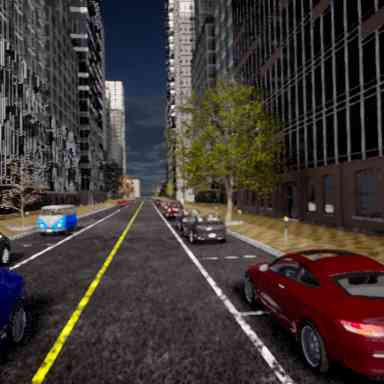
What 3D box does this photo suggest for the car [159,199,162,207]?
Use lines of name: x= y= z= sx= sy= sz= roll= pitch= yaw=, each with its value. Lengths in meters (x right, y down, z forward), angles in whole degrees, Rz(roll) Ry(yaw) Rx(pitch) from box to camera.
car: x=-2.490 y=1.856 z=39.288 sx=1.967 sy=1.590 sz=4.097 roll=-1 pitch=0 yaw=-8

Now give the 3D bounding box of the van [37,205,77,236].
van: x=-8.491 y=1.742 z=21.241 sx=1.690 sy=1.788 sz=3.998 roll=-1 pitch=-1 yaw=-8

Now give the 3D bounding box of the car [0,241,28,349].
car: x=-3.390 y=1.643 z=3.738 sx=1.812 sy=1.442 sz=4.674 roll=-1 pitch=-1 yaw=-8

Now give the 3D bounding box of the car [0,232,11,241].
car: x=-6.950 y=1.813 z=9.958 sx=2.008 sy=1.369 sz=4.403 roll=-1 pitch=-1 yaw=-8

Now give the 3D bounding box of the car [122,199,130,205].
car: x=-17.702 y=2.694 z=88.923 sx=1.887 sy=1.381 sz=4.507 roll=-1 pitch=0 yaw=-8

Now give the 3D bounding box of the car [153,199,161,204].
car: x=-9.399 y=2.533 z=90.047 sx=1.947 sy=1.339 sz=4.313 roll=-1 pitch=0 yaw=-8

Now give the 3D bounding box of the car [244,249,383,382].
car: x=2.120 y=1.588 z=5.447 sx=1.802 sy=1.307 sz=4.206 roll=-1 pitch=-1 yaw=-8

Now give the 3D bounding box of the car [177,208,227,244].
car: x=0.584 y=1.700 z=16.727 sx=2.008 sy=1.369 sz=4.403 roll=-1 pitch=-1 yaw=-8

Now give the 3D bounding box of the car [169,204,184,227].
car: x=-0.184 y=1.769 z=22.367 sx=2.008 sy=1.369 sz=4.403 roll=-1 pitch=-1 yaw=-8

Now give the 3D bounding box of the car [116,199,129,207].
car: x=-15.398 y=2.519 z=72.002 sx=1.887 sy=1.381 sz=4.507 roll=-1 pitch=0 yaw=-8

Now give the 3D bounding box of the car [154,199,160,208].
car: x=-5.559 y=2.215 z=61.848 sx=1.887 sy=1.381 sz=4.507 roll=-1 pitch=0 yaw=-8

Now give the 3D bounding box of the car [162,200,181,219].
car: x=-1.722 y=1.790 z=33.649 sx=1.967 sy=1.590 sz=4.097 roll=-1 pitch=0 yaw=-8

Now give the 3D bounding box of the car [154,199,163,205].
car: x=-7.863 y=2.416 z=78.768 sx=1.947 sy=1.339 sz=4.313 roll=-1 pitch=0 yaw=-8
